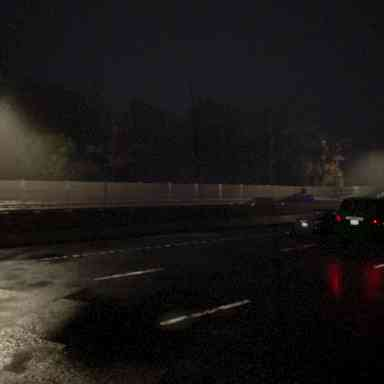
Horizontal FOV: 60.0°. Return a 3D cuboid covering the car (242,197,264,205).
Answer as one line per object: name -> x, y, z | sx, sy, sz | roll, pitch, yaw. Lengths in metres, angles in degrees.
car -> 8.052, 1.372, 39.813 | 4.553, 1.767, 2.097 | 0, 0, -35

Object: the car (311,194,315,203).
car -> 16.050, 1.265, 49.786 | 5.566, 2.045, 2.150 | 0, 0, -35

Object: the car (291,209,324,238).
car -> 7.149, 1.568, 17.442 | 4.181, 1.385, 1.994 | 0, 0, -36

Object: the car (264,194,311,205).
car -> 10.767, 1.374, 37.442 | 4.553, 1.767, 2.097 | 0, 0, -35

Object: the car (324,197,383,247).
car -> 8.211, 1.225, 13.902 | 5.566, 2.045, 2.150 | 0, 0, -36
